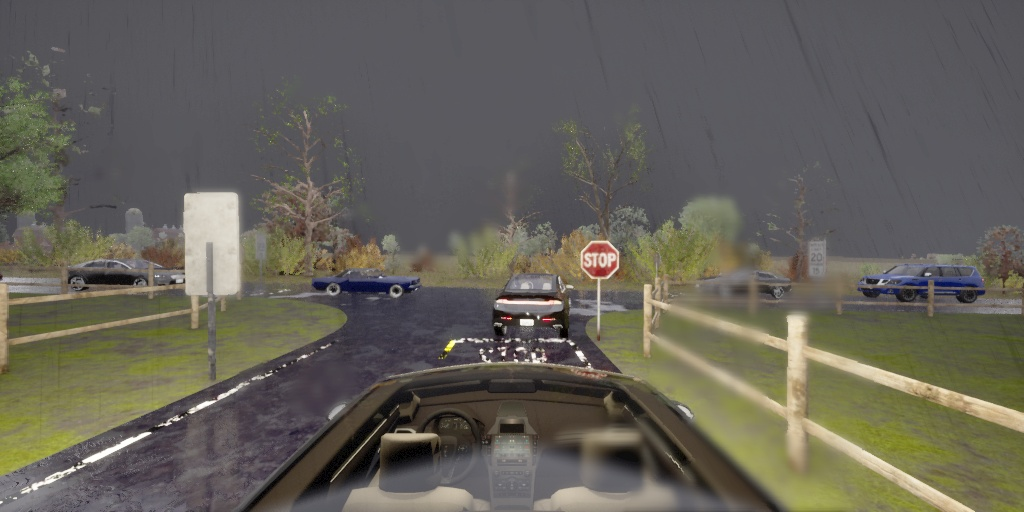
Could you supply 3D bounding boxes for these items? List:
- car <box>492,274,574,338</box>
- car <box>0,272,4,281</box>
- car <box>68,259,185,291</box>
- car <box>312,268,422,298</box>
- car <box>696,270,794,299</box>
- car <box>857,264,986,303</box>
[{"bbox_3d":[0.711,1.240,10.235,2.128,1.511,4.902,0,0,9],"label":"car"},{"bbox_3d":[-27.784,0.717,17.309,4.674,1.442,1.812,1,1,0],"label":"car"},{"bbox_3d":[-18.481,0.885,17.296,4.902,1.511,2.128,1,1,0],"label":"car"},{"bbox_3d":[-6.813,1.248,17.272,4.718,1.301,1.895,1,1,0],"label":"car"},{"bbox_3d":[13.015,1.525,20.186,4.902,1.511,2.128,1,1,0],"label":"car"},{"bbox_3d":[22.911,1.467,20.169,5.566,2.045,2.150,1,1,0],"label":"car"}]
